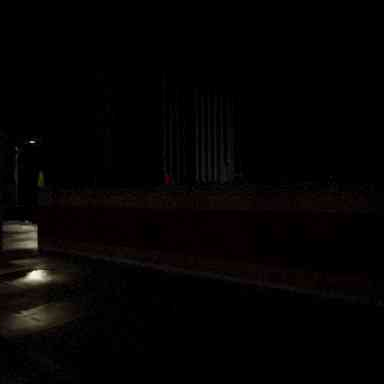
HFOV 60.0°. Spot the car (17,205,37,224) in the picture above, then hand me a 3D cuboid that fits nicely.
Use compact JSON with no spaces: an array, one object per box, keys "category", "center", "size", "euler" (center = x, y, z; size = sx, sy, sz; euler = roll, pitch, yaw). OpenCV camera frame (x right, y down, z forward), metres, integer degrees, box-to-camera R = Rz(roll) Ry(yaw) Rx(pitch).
[{"category":"car","center":[-11.224,1.899,27.839],"size":[2.033,1.411,5.357],"euler":[-1,0,36]}]

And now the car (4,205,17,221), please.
[{"category":"car","center":[-15.384,1.883,28.089],"size":[2.128,1.511,4.902],"euler":[-1,0,36]}]
